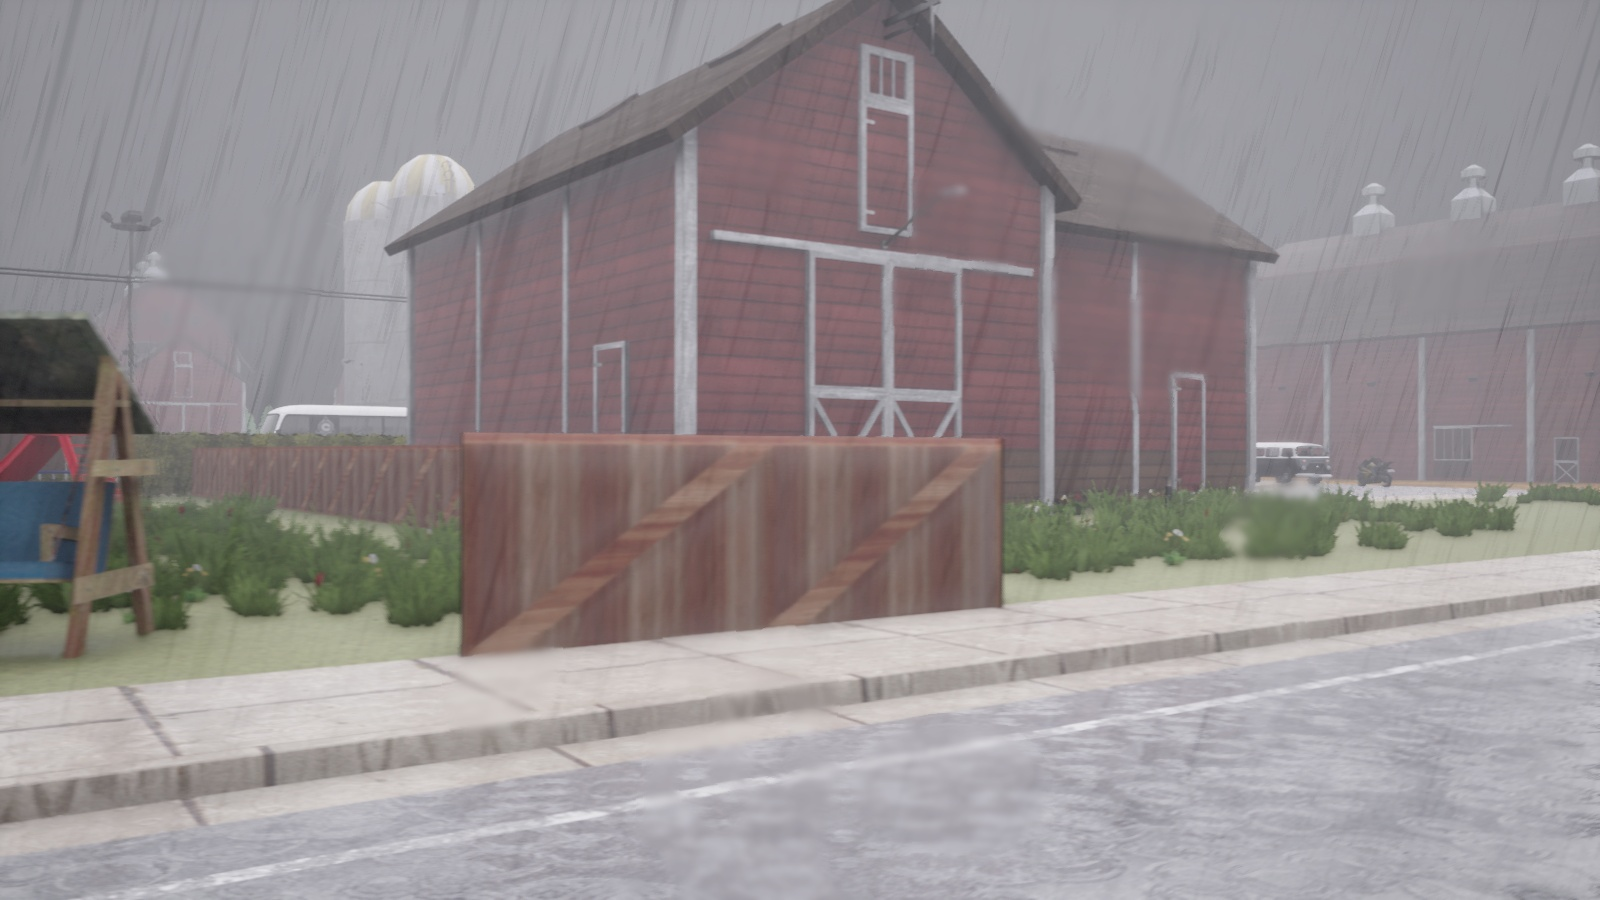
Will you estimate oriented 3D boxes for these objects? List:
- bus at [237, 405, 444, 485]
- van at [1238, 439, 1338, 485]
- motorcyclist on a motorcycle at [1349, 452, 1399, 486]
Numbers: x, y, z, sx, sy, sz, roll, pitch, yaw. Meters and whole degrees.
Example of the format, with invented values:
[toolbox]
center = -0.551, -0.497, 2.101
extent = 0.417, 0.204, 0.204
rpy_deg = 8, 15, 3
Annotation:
[bus]
center = -25.815, -0.263, 70.875
extent = 10.273, 4.253, 3.944
rpy_deg = 0, 0, -36
[van]
center = 22.421, 0.558, 57.902
extent = 2.069, 2.038, 4.480
rpy_deg = 0, 0, -14
[motorcyclist on a motorcycle]
center = 26.184, 0.854, 57.305
extent = 0.866, 1.530, 2.191
rpy_deg = 0, 0, -16
